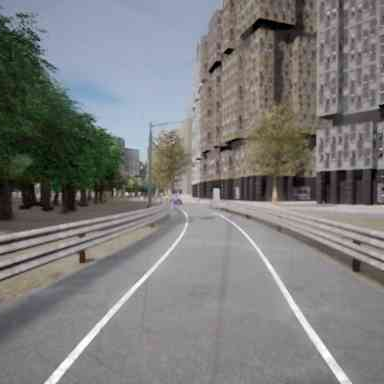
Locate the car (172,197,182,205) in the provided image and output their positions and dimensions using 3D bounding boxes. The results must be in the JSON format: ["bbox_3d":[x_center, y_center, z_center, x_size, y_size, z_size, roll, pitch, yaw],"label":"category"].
[{"bbox_3d":[-3.153,1.769,64.883,1.812,1.442,4.674,0,0,-15],"label":"car"}]
